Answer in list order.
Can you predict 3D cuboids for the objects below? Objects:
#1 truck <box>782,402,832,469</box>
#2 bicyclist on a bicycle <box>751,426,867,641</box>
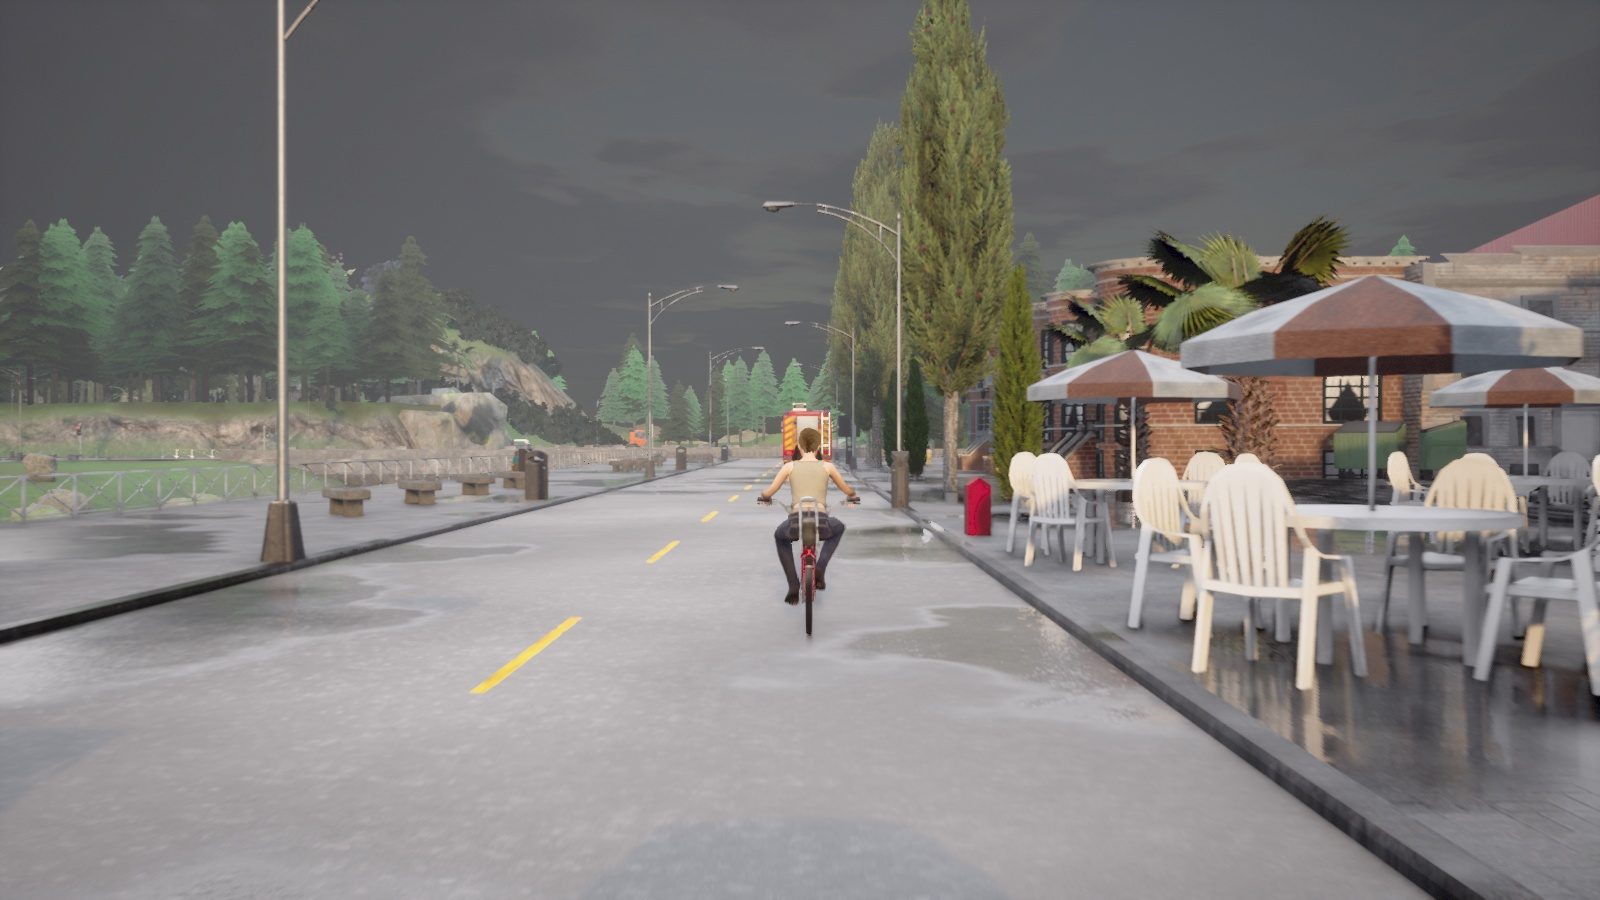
[{"bbox_3d":[0.439,-0.847,76.249,2.891,3.827,8.468,0,0,0],"label":"truck"},{"bbox_3d":[0.072,0.626,10.195,0.866,1.612,1.509,0,0,0],"label":"bicyclist on a bicycle"}]
